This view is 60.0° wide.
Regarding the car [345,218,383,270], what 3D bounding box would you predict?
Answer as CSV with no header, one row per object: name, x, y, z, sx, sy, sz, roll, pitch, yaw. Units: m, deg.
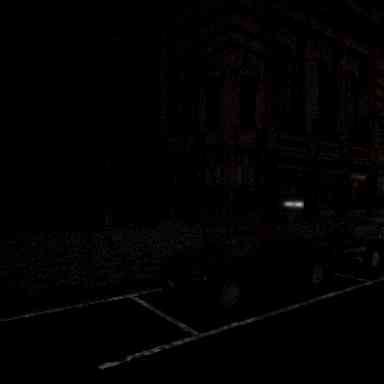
car,5.866,1.558,10.944,4.403,1.369,2.008,0,1,-36

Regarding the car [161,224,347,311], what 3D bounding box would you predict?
car,1.424,1.548,7.771,4.507,1.381,1.887,0,1,-36

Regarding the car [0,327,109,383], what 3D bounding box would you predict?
car,-2.463,1.564,1.620,4.181,1.385,1.994,0,0,-36
